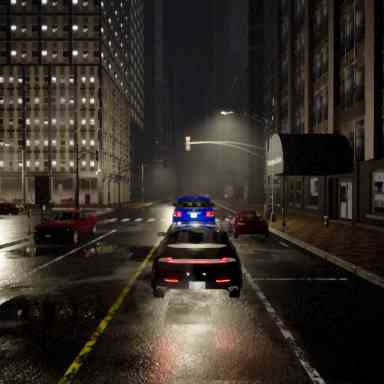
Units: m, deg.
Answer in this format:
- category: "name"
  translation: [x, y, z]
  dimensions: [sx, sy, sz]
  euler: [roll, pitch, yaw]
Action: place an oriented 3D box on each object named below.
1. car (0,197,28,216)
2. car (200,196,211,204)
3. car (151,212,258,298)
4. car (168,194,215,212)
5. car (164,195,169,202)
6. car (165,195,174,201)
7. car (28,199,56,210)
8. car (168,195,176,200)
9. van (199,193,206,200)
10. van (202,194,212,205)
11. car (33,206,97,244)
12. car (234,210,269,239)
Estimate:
- category: "car"
  translation: [-18.602, 1.306, 31.066]
  dimensions: [5.009, 1.841, 2.192]
  euler: [0, 0, 1]
- category: "car"
  translation: [2.700, 1.533, 66.388]
  dimensions: [2.008, 1.369, 4.403]
  euler: [0, 0, 0]
- category: "car"
  translation: [0.101, 1.490, 8.498]
  dimensions: [2.128, 1.511, 4.902]
  euler: [0, 0, 0]
- category: "car"
  translation: [0.093, 1.218, 18.417]
  dimensions: [2.150, 2.045, 5.566]
  euler: [0, 0, 0]
- category: "car"
  translation: [-5.677, 1.521, 77.784]
  dimensions: [1.887, 1.381, 4.507]
  euler: [0, 0, 0]
- category: "car"
  translation: [-5.676, 1.538, 83.481]
  dimensions: [1.947, 1.339, 4.313]
  euler: [0, 0, 0]
- category: "car"
  translation: [-18.514, 1.497, 39.448]
  dimensions: [4.403, 1.369, 2.008]
  euler: [0, 0, 1]
- category: "car"
  translation: [-5.673, 1.529, 94.874]
  dimensions: [1.947, 1.339, 4.313]
  euler: [0, 0, 0]
- category: "van"
  translation: [2.705, 1.309, 89.175]
  dimensions: [1.690, 1.788, 3.998]
  euler: [0, 0, 0]
- category: "van"
  translation: [2.698, 1.326, 60.691]
  dimensions: [1.690, 1.788, 3.998]
  euler: [0, 0, 0]
- category: "car"
  translation: [-5.822, 1.542, 15.724]
  dimensions: [1.887, 1.381, 4.507]
  euler: [0, 0, 0]
- category: "car"
  translation: [2.818, 1.579, 17.098]
  dimensions: [1.802, 1.307, 4.206]
  euler: [0, 0, 0]
